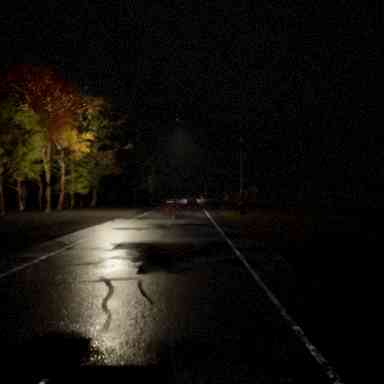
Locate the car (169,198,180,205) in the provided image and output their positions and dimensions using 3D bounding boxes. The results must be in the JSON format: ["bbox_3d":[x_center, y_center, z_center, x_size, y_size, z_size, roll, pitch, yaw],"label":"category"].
[{"bbox_3d":[-3.510,1.896,67.032,1.812,1.442,4.674,0,0,0],"label":"car"}]

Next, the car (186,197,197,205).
[{"bbox_3d":[-0.011,1.856,67.032,2.128,1.511,4.902,0,0,0],"label":"car"}]

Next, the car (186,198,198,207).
[{"bbox_3d":[-0.008,1.898,56.992,1.994,1.385,4.181,0,0,0],"label":"car"}]

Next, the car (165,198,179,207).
[{"bbox_3d":[-3.508,1.826,56.992,2.128,1.511,4.902,0,0,0],"label":"car"}]
